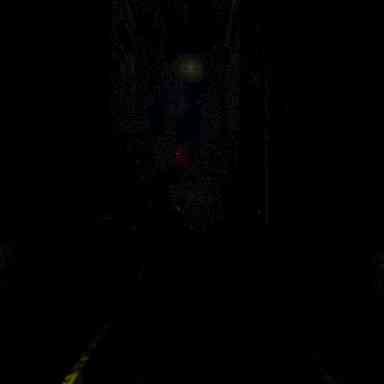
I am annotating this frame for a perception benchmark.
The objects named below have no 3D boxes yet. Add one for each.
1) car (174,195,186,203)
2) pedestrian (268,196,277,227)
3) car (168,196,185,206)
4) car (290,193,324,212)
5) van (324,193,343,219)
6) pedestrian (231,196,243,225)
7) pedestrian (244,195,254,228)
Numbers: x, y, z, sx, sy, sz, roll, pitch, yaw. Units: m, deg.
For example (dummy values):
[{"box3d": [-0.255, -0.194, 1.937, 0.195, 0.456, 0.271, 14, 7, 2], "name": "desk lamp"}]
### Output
[{"box3d": [-2.284, 1.413, 66.001, 2.033, 1.411, 5.357, 0, 0, 1], "name": "car"}, {"box3d": [4.507, 1.094, 19.200, 0.375, 1.860, 0.375, 0, 1, 1], "name": "pedestrian"}, {"box3d": [-2.516, 1.447, 50.571, 1.994, 1.385, 4.181, 0, 0, 1], "name": "car"}, {"box3d": [12.456, 1.038, 33.348, 5.009, 1.841, 2.192, -1, 1, 1], "name": "car"}, {"box3d": [12.384, 1.144, 24.824, 3.998, 1.788, 1.690, -1, 1, 1], "name": "van"}, {"box3d": [2.679, 1.094, 19.820, 0.375, 1.860, 0.375, 0, 1, 1], "name": "pedestrian"}, {"box3d": [3.281, 1.094, 18.614, 0.375, 1.860, 0.375, 0, 1, 1], "name": "pedestrian"}]
